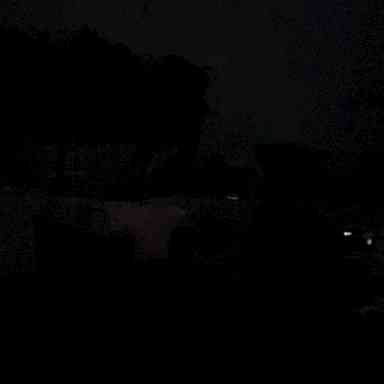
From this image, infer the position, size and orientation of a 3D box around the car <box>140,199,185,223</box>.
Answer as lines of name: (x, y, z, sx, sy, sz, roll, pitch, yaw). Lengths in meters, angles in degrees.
car: (-2.343, 1.232, 22.399, 1.812, 1.442, 4.674, 1, 0, -36)

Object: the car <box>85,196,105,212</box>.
car: (-9.397, 1.097, 32.038, 2.033, 1.411, 5.357, 1, 0, -36)

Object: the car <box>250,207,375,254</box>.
car: (4.486, 1.364, 13.086, 2.128, 1.511, 4.902, 1, 0, -36)
